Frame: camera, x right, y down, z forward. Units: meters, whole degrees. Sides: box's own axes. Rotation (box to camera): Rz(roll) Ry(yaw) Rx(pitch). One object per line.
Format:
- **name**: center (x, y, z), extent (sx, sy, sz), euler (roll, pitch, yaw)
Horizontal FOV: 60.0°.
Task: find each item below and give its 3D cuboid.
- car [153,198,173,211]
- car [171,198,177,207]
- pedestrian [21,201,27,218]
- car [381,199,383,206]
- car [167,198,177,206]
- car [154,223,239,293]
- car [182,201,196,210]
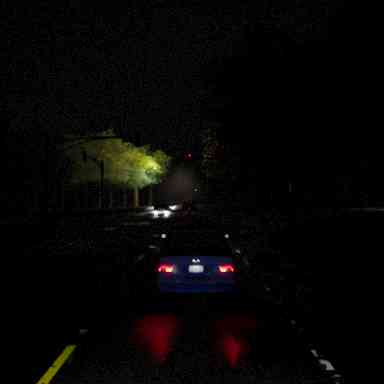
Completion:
- **car**: center (-4.259, 1.924, 47.065), extent (1.895, 1.301, 4.718), euler (0, -1, 2)
- **car**: center (-4.490, 2.280, 67.500), extent (1.895, 1.301, 4.718), euler (0, -1, -1)
- **pedestrian**: center (-18.093, 1.897, 35.667), extent (0.375, 1.860, 0.375), euler (0, 1, 2)
- **car**: center (19.964, 0.648, 30.339), extent (4.892, 1.490, 1.837), euler (-2, -1, 2)
- **car**: center (-4.722, 2.280, 78.246), extent (2.097, 1.767, 4.553), euler (0, -1, -1)
- **car**: center (0.089, 1.545, 8.997), extent (2.033, 1.411, 5.357), euler (0, 0, 0)
- **car**: center (-0.425, 1.932, 47.584), extent (1.895, 1.301, 4.718), euler (0, -1, -1)
